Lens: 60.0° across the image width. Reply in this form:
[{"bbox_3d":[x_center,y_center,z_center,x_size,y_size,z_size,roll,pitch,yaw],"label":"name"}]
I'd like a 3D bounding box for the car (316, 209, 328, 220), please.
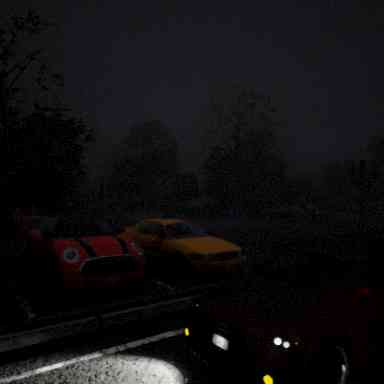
[{"bbox_3d":[12.038,2.032,35.223,2.185,1.767,4.553,2,-1,-36],"label":"car"}]

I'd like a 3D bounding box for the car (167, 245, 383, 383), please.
[{"bbox_3d":[1.956,1.609,5.088,4.181,1.385,1.994,1,-1,-36],"label":"car"}]

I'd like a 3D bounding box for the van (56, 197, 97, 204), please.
[{"bbox_3d":[-7.284,1.327,21.058,1.878,1.987,4.442,1,-1,-36],"label":"van"}]

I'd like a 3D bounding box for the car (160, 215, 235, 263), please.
[{"bbox_3d":[-0.573,1.538,10.687,1.946,1.575,5.366,1,-1,-36],"label":"car"}]

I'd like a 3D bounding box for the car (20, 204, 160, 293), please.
[{"bbox_3d":[-3.060,1.374,9.151,2.185,1.767,4.553,1,-1,-36],"label":"car"}]

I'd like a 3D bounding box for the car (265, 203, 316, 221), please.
[{"bbox_3d":[9.494,2.100,33.324,2.002,1.452,4.674,2,-1,-36],"label":"car"}]

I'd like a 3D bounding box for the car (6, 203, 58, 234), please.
[{"bbox_3d":[-9.726,1.510,19.661,1.946,1.575,5.366,1,-1,-36],"label":"car"}]
